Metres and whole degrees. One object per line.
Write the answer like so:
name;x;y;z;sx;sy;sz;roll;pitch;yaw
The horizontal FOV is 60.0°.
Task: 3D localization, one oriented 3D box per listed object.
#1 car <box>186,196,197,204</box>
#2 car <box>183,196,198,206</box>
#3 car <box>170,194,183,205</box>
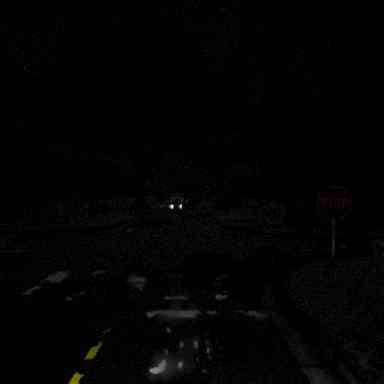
car;-0.021;1.624;66.961;2.128;1.511;4.902;0;-1;0
car;-0.017;1.547;56.541;2.128;1.511;4.902;0;0;0
car;-2.770;1.317;61.929;2.150;2.045;5.566;0;0;0
